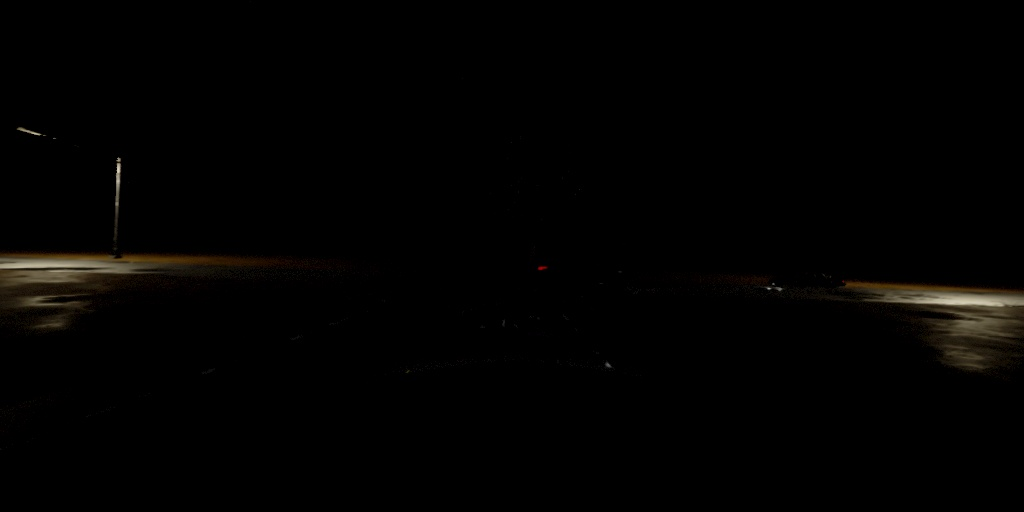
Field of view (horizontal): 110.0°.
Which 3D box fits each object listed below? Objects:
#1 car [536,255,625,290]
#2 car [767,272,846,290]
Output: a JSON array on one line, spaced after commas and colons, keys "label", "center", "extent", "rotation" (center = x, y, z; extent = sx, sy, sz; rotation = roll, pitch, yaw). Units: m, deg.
[{"label": "car", "center": [4.367, 1.018, 23.217], "extent": [5.566, 2.045, 2.150], "rotation": [1, 0, 1]}, {"label": "car", "center": [24.417, 2.008, 29.802], "extent": [5.357, 1.411, 2.033], "rotation": [1, 0, 1]}]
